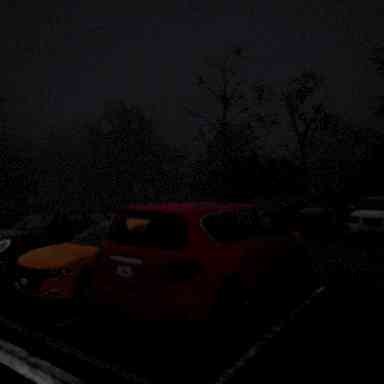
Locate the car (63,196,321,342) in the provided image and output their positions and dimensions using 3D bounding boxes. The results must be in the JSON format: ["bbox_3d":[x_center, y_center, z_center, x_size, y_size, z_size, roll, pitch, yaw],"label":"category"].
[{"bbox_3d":[0.595,1.205,6.845,2.435,2.045,5.566,0,0,35],"label":"car"}]

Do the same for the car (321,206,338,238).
[{"bbox_3d":[6.694,1.460,17.508,2.231,1.521,4.892,0,0,35],"label":"car"}]

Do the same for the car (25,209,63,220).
[{"bbox_3d":[-4.282,1.346,10.259,2.185,1.767,4.553,0,0,35],"label":"car"}]

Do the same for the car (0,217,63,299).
[{"bbox_3d":[-1.809,1.463,8.498,2.097,1.535,5.008,0,0,35],"label":"car"}]

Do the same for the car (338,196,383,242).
[{"bbox_3d":[8.969,1.205,15.889,2.435,2.045,5.566,0,0,35],"label":"car"}]
